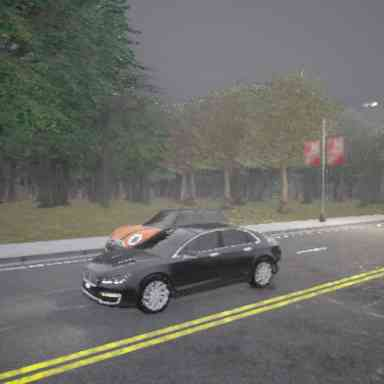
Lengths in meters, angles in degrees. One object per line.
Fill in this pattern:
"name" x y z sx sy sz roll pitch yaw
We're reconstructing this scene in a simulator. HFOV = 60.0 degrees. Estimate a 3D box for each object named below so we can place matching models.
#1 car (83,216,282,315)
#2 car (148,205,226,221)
"car" 0.016 1.510 7.690 4.892 1.490 1.837 0 0 -36
"car" -0.563 1.360 11.271 4.553 1.767 2.097 0 0 -36
